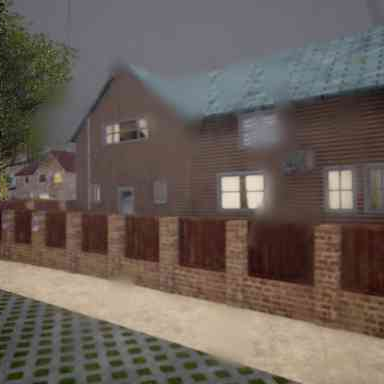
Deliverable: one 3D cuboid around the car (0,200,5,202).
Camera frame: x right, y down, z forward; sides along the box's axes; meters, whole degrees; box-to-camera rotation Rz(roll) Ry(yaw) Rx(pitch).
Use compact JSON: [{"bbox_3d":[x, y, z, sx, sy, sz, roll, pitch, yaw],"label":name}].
[{"bbox_3d":[-13.874,1.349,23.523,2.097,1.767,4.553,-1,0,28],"label":"car"}]
